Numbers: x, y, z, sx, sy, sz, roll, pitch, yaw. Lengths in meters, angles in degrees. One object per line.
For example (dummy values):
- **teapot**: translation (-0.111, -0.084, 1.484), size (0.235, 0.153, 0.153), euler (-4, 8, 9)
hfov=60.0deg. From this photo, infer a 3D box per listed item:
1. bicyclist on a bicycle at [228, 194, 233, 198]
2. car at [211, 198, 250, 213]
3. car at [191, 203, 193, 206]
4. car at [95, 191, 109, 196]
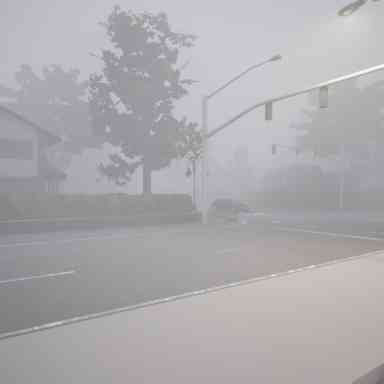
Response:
- **bicyclist on a bicycle**: translation (5.860, 1.175, 51.028), size (1.656, 1.620, 0.582), euler (0, 0, -36)
- **car**: translation (4.081, 1.415, 35.739), size (1.837, 1.490, 4.892), euler (0, 0, -36)
- **car**: translation (-1.823, 1.241, 43.779), size (2.097, 1.767, 4.553), euler (0, 0, -36)
- **car**: translation (-20.443, 0.855, 75.209), size (2.150, 2.045, 5.566), euler (0, 0, -36)
